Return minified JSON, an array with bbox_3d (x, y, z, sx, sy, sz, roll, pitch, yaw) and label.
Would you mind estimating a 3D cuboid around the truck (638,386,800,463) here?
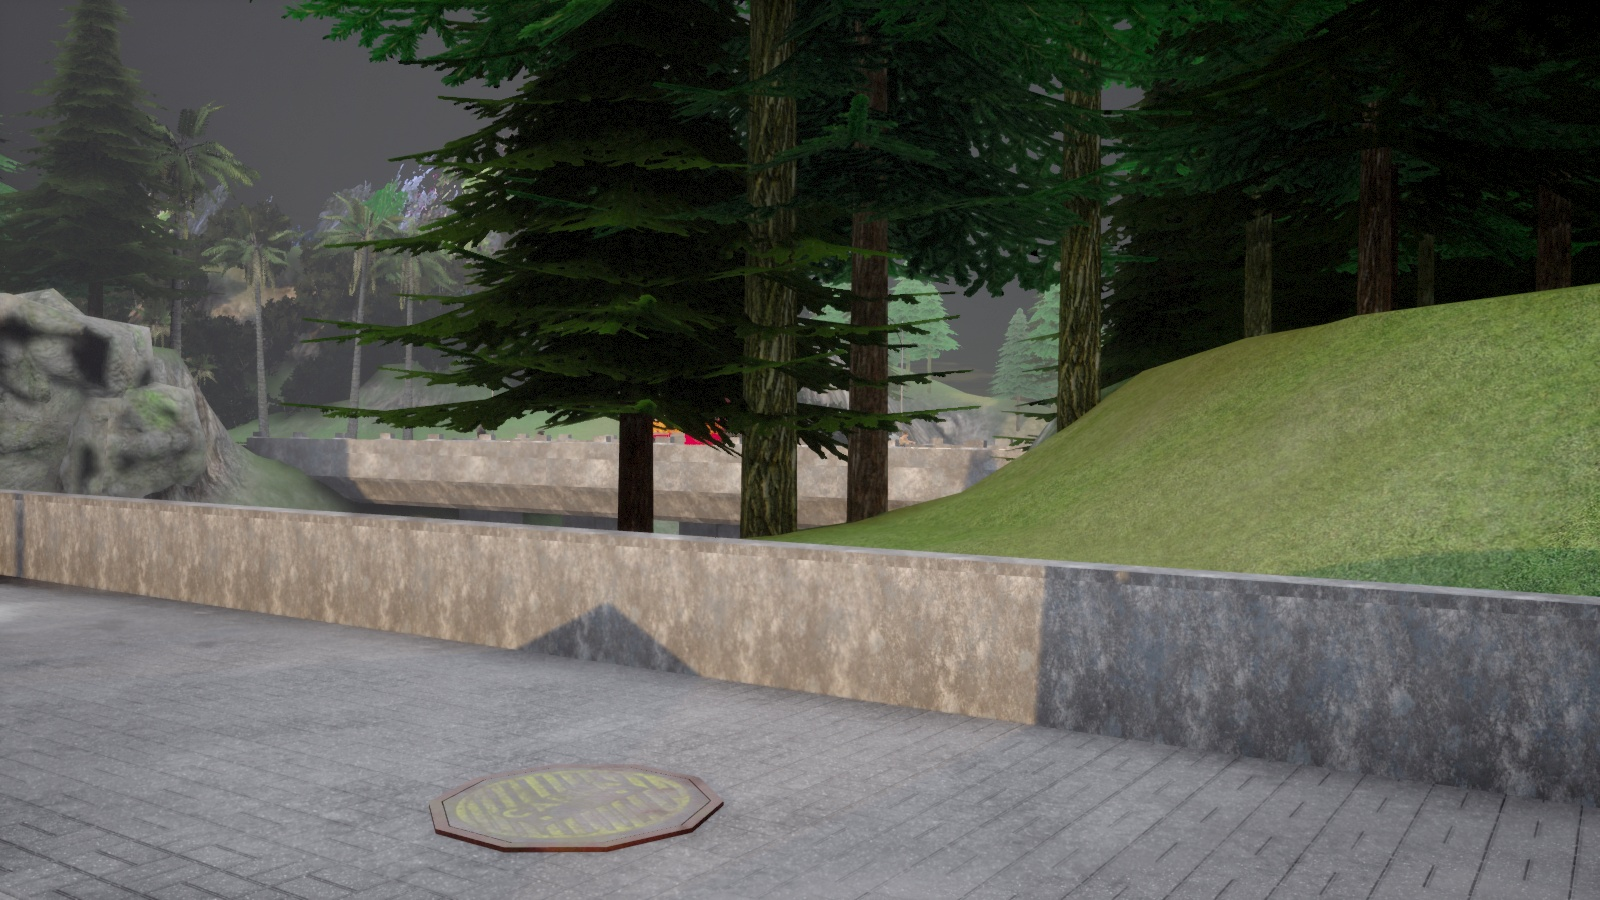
[{"bbox_3d":[-4.354,-1.302,66.532,8.468,3.827,2.891,0,1,34],"label":"truck"}]
